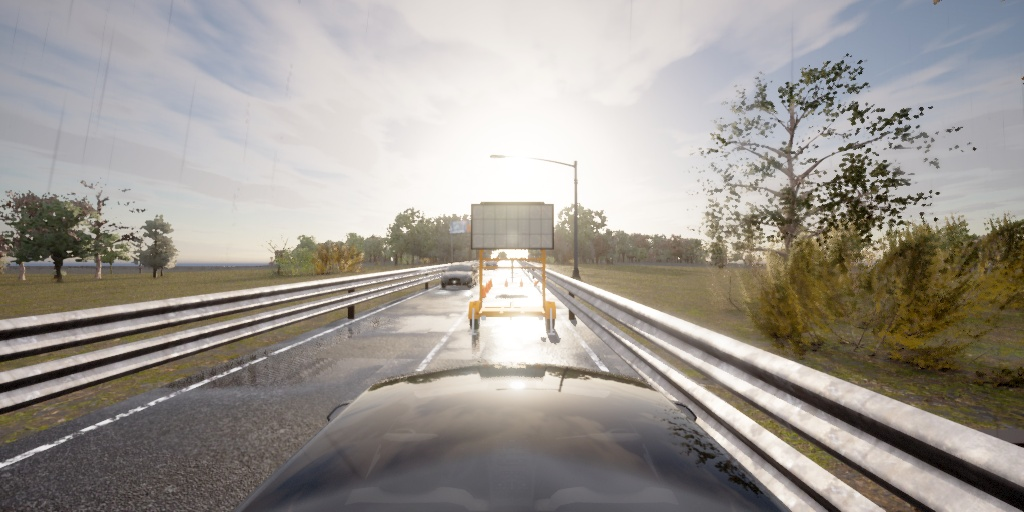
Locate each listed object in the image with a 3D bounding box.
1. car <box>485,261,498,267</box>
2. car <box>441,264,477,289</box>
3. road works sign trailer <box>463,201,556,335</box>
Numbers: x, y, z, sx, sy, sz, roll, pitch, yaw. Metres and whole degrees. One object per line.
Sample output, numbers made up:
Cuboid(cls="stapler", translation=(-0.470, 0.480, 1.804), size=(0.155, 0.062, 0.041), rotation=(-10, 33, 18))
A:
Cuboid(cls="car", translation=(-3.232, 1.263, 57.541), size=(2.128, 1.511, 4.902), rotation=(0, 0, 0))
Cuboid(cls="car", translation=(-3.343, 1.263, 23.239), size=(1.837, 1.490, 4.892), rotation=(0, 0, 0))
Cuboid(cls="road works sign trailer", translation=(0.013, 0.218, 10.505), size=(2.380, 3.560, 2.880), rotation=(0, 0, 0))
